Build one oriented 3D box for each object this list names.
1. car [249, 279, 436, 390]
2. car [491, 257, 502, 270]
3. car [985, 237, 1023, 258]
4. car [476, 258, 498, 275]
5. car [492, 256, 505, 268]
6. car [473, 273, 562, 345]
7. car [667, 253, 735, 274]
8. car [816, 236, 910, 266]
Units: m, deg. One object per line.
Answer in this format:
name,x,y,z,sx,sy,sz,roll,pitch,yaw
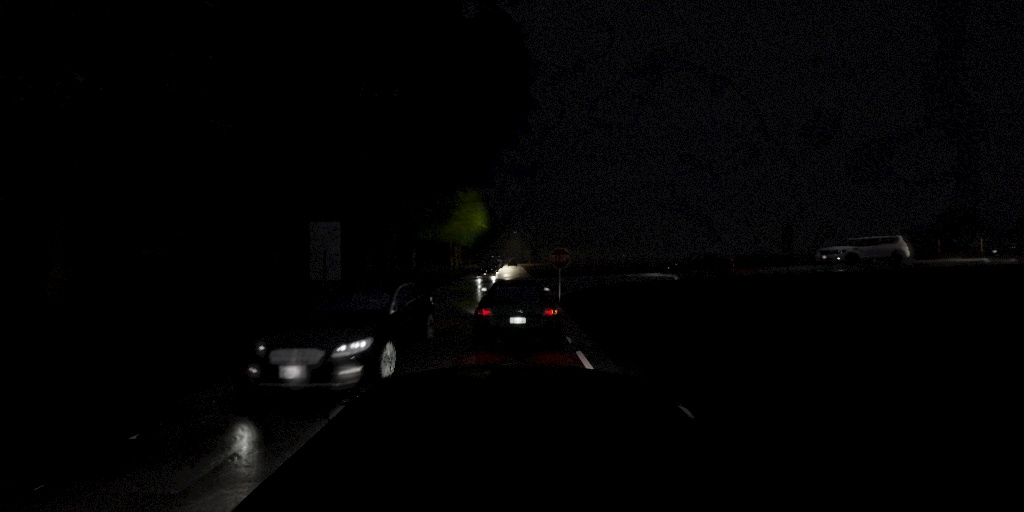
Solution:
car,-2.817,1.241,7.091,2.128,1.511,4.902,0,0,0
car,-2.735,1.261,49.237,1.882,1.535,5.008,0,0,1
car,38.217,-0.707,26.513,4.902,1.511,2.128,-3,1,1
car,-2.635,1.275,37.946,1.837,1.490,4.892,0,-1,-3
car,-2.677,1.024,59.615,2.150,2.045,5.566,0,0,1
car,0.093,1.313,9.496,1.994,1.385,4.181,0,0,-1
car,14.046,0.504,26.814,4.674,1.442,1.812,-3,1,1
car,26.007,-0.388,26.672,5.566,2.045,2.150,-3,1,0
